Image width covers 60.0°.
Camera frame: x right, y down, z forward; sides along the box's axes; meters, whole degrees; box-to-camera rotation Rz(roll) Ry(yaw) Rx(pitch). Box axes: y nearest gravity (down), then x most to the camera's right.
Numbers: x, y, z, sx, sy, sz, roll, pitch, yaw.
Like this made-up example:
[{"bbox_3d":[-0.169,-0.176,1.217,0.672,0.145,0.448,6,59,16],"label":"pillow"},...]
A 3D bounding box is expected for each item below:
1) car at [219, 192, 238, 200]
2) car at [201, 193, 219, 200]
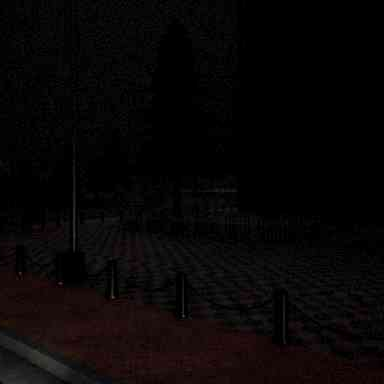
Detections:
[{"bbox_3d":[9.553,1.374,84.733,3.633,1.501,1.845,0,0,35],"label":"car"},{"bbox_3d":[5.195,1.384,91.438,3.806,1.475,1.970,0,0,35],"label":"car"}]
